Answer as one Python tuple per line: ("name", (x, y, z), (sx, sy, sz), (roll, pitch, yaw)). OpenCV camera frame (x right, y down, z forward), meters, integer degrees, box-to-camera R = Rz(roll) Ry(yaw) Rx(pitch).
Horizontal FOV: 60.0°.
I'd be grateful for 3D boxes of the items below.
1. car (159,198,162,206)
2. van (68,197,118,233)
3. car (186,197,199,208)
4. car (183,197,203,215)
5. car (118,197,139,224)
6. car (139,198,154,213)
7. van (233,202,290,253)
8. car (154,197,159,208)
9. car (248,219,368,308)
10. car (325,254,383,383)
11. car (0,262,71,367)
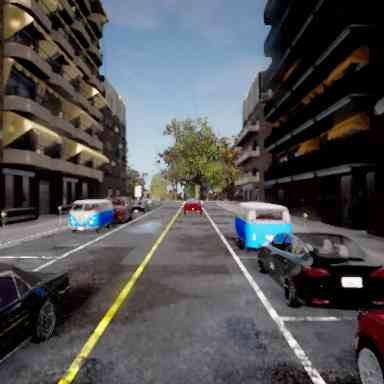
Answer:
("car", (-5.775, 1.539, 53.036), (2.008, 1.369, 4.403), (1, 0, 0))
("van", (-5.677, 1.332, 19.069), (1.690, 1.788, 3.998), (1, 0, 0))
("car", (0.078, 1.513, 48.052), (1.812, 1.442, 4.674), (0, 0, -1))
("car", (0.098, 1.466, 34.439), (1.882, 1.535, 5.008), (0, 0, 0))
("car", (-5.677, 1.305, 24.731), (2.192, 1.841, 5.009), (1, 0, 0))
("car", (-5.681, 1.554, 36.055), (1.947, 1.339, 4.313), (1, 0, 0))
("van", (2.690, 1.335, 13.370), (1.690, 1.788, 3.998), (1, 0, 0))
("car", (-5.682, 1.538, 41.717), (2.008, 1.369, 4.403), (1, 0, 0))
("car", (2.708, 1.562, 7.709), (1.947, 1.339, 4.313), (1, 0, 0))
("car", (2.705, 1.544, 2.046), (1.887, 1.381, 4.507), (1, 0, 0))
("car", (-3.089, 1.599, 3.685), (1.895, 1.301, 4.718), (0, 0, 0))
